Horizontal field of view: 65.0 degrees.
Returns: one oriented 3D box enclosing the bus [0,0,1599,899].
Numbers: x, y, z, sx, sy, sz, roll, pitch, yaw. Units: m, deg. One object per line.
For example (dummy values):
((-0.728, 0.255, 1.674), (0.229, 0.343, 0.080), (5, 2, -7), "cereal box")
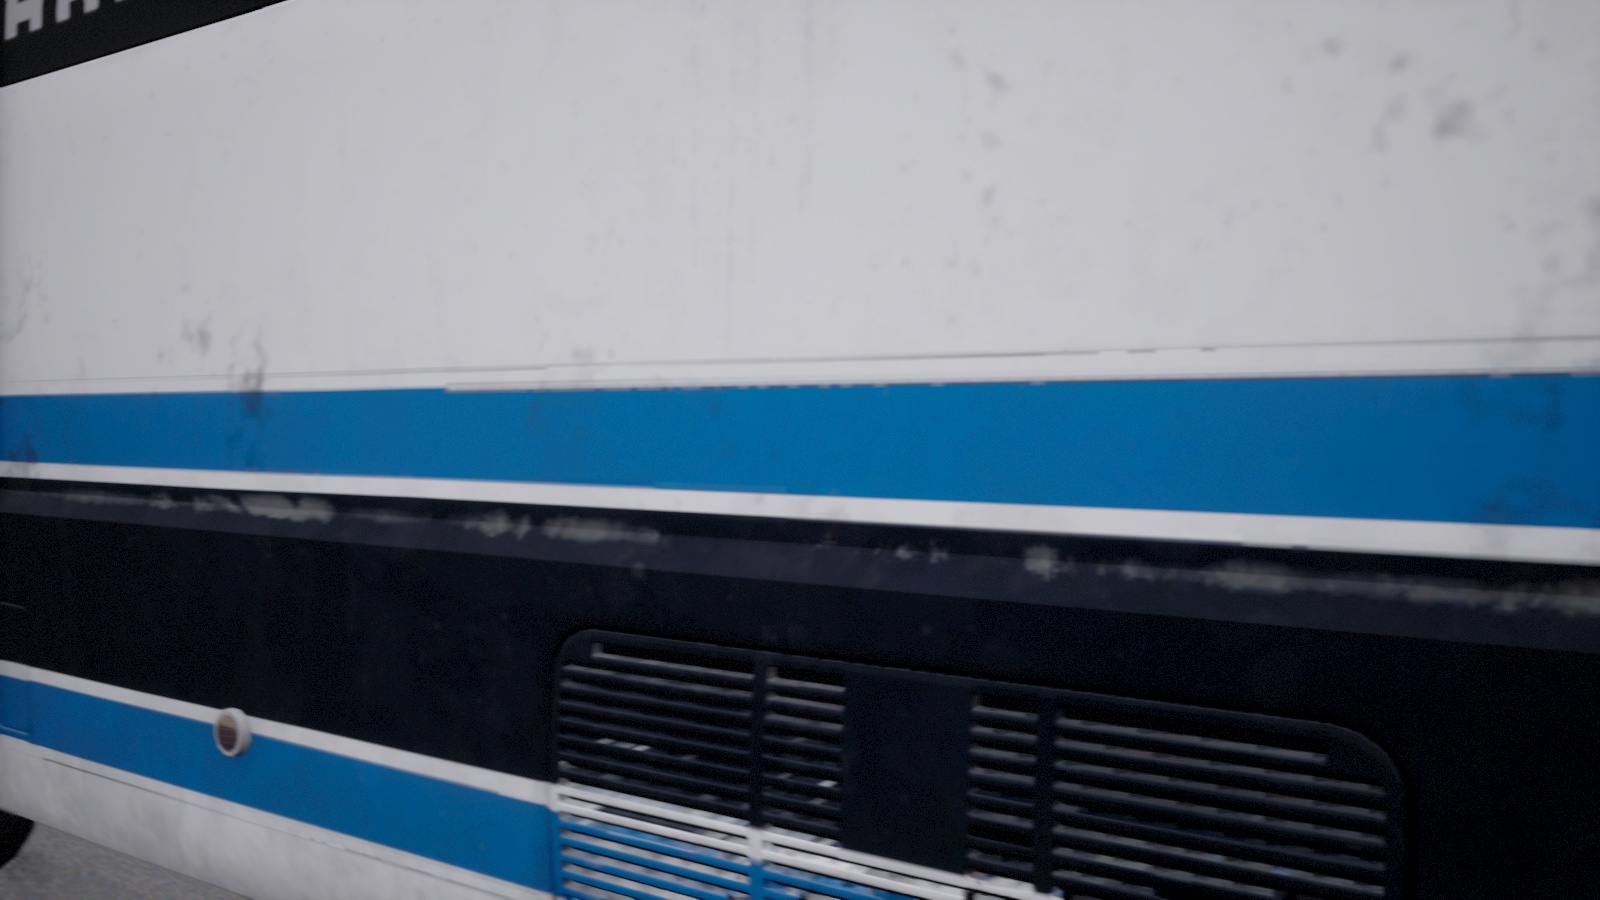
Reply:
((0.389, -0.694, 3.338), (10.273, 4.253, 3.944), (0, 1, 34), "bus")
